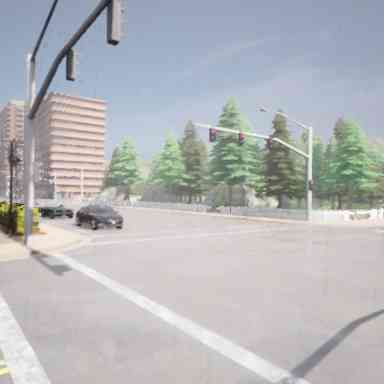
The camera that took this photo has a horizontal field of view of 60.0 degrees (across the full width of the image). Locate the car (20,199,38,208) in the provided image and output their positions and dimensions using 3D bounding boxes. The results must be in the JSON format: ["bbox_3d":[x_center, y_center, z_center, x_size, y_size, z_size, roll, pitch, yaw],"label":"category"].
[{"bbox_3d":[-19.216,1.584,39.320,2.128,1.511,4.902,1,-1,-37],"label":"car"}]

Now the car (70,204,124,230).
[{"bbox_3d":[-6.142,1.603,21.896,1.837,1.490,4.892,1,-1,-37],"label":"car"}]

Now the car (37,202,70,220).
[{"bbox_3d":[-12.111,1.696,29.843,1.895,1.301,4.718,1,-1,-37],"label":"car"}]
